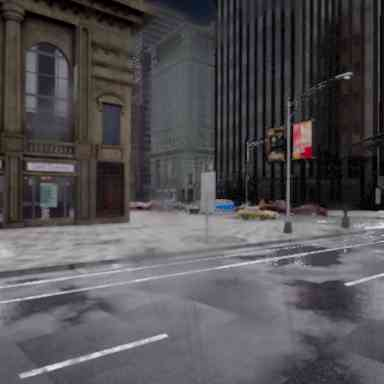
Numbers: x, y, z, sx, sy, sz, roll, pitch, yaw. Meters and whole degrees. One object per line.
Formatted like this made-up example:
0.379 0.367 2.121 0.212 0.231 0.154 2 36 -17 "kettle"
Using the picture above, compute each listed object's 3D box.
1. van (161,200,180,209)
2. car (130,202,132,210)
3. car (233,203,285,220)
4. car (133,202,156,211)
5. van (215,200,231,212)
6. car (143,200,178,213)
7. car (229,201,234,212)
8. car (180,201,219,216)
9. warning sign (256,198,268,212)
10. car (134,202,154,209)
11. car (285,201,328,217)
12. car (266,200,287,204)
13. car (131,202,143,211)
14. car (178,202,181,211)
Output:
-4.126 2.358 63.601 1.690 1.788 3.998 -1 0 -35 "van"
-10.410 2.394 57.665 1.967 1.590 4.097 -1 0 -35 "car"
6.675 2.081 33.633 1.752 1.417 4.829 -1 0 -35 "car"
-8.630 2.528 59.935 2.033 1.411 5.357 0 -1 -35 "car"
4.702 2.153 51.153 1.690 1.788 3.998 -1 0 -35 "van"
-4.751 2.138 49.701 2.192 1.841 5.009 -1 0 -35 "car"
7.648 2.325 47.002 1.802 1.307 4.206 -1 0 -35 "car"
0.915 2.242 41.736 2.008 1.369 4.403 -1 0 -35 "car"
10.047 1.859 47.624 1.300 1.860 1.060 1 -1 -35 "warning sign"
-9.655 2.677 66.565 1.895 1.301 4.718 0 -1 -35 "car"
13.533 2.149 38.703 1.887 1.381 4.507 -1 0 -35 "car"
10.587 1.989 42.854 2.192 1.841 5.009 -1 0 -35 "car"
-7.578 2.434 53.682 1.887 1.381 4.507 -1 0 -35 "car"
-2.097 2.396 55.972 2.128 1.511 4.902 0 -1 -35 "car"
